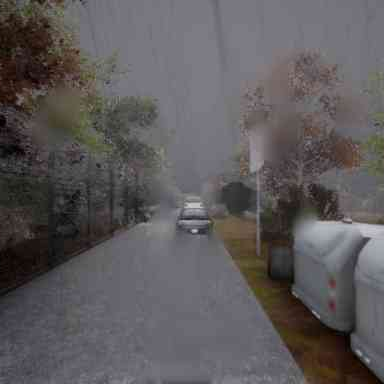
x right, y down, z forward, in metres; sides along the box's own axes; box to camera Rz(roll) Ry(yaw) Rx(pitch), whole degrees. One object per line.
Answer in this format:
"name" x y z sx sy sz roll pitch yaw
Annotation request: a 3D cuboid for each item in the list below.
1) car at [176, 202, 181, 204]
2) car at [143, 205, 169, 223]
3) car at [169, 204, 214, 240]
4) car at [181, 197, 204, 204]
"car" -2.418 2.760 68.133 2.128 1.511 4.902 0 -2 1
"car" -2.790 1.790 27.523 1.994 1.385 4.181 0 -1 0
"car" 0.124 1.593 17.652 2.128 1.511 4.902 0 -1 0
"car" 0.207 1.608 37.082 2.150 2.045 5.566 0 -1 0
